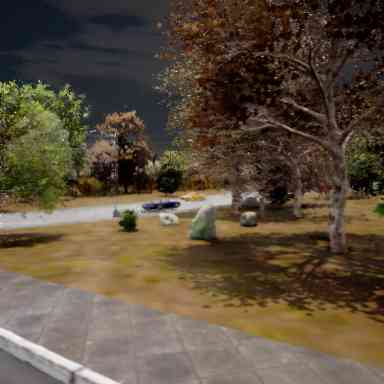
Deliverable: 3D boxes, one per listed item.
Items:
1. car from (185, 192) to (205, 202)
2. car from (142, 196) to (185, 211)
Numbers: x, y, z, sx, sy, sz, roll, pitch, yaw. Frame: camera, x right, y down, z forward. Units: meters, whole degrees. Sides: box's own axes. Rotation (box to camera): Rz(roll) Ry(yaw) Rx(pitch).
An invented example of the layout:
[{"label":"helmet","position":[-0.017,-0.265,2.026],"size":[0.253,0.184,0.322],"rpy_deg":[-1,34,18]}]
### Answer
[{"label":"car","position":[0.156,0.755,54.124],"size":[1.882,1.535,5.008],"rpy_deg":[-1,2,39]},{"label":"car","position":[-3.413,1.471,38.433],"size":[1.895,1.301,4.718],"rpy_deg":[-1,2,39]}]
